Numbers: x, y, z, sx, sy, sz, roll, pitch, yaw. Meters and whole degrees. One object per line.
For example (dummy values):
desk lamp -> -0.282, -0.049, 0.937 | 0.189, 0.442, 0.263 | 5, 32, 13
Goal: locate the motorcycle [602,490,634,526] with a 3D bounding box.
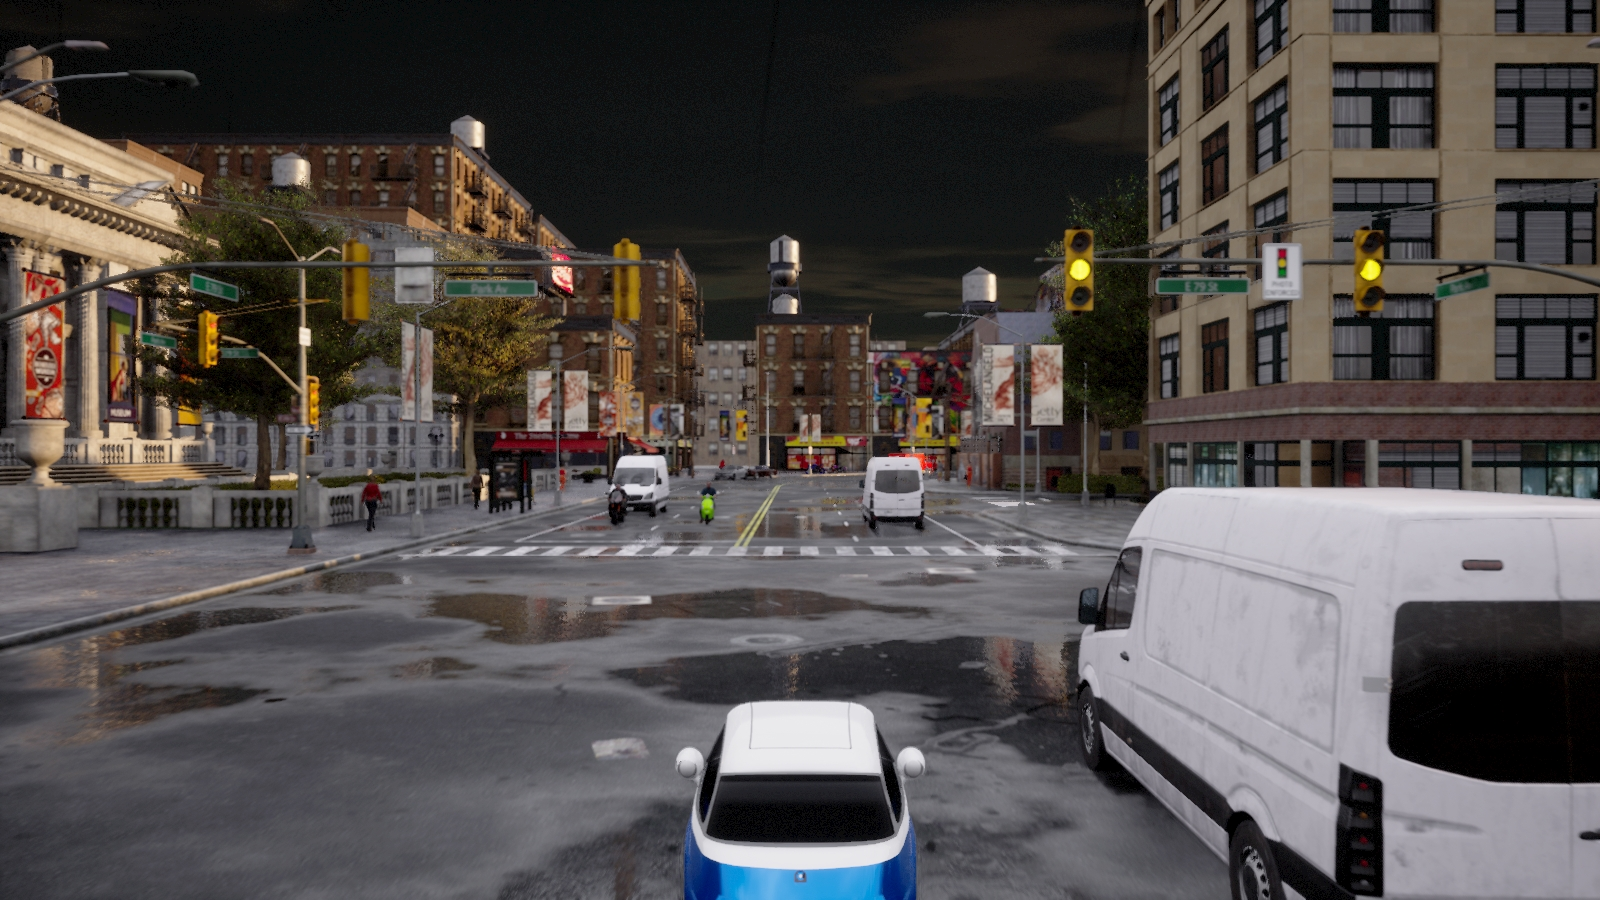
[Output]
motorcycle -> -6.982, 2.209, 43.952 | 0.867, 1.251, 2.209 | 0, 0, 0

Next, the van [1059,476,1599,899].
van -> 3.512, 1.535, 8.131 | 1.988, 2.561, 5.915 | 0, 0, 0

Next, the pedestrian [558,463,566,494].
pedestrian -> -14.388, 1.704, 69.046 | 0.375, 1.860, 0.375 | 0, 0, 8

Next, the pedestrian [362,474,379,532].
pedestrian -> -13.773, 1.699, 36.636 | 0.375, 1.860, 0.375 | 0, 0, 1

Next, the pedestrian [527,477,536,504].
pedestrian -> -13.196, 1.982, 56.157 | 0.375, 1.300, 0.375 | 0, 0, 6

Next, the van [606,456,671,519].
van -> -6.972, 1.539, 49.873 | 1.988, 2.561, 5.915 | 0, 0, 0

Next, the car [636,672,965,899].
car -> 0.002, 2.121, 6.236 | 1.481, 1.376, 2.207 | 0, 0, 0

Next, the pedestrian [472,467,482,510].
pedestrian -> -14.224, 1.702, 50.289 | 0.375, 1.860, 0.375 | 0, 0, -5

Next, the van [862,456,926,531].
van -> 3.447, 1.538, 42.852 | 1.988, 2.561, 5.915 | 0, 0, 1
